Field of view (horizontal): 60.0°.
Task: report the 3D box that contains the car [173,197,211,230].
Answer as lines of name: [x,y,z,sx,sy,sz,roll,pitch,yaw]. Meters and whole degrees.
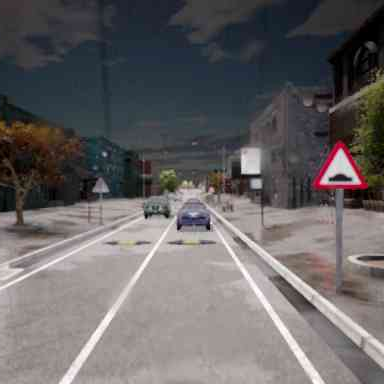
car: [0.097,1.440,22.027,2.097,1.767,4.553,0,0,0]

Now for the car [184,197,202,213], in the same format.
car: [0.100,1.500,39.729,2.097,1.767,4.553,0,0,0]

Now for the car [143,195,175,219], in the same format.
car: [-3.097,1.345,30.856,2.150,2.045,5.566,0,0,0]

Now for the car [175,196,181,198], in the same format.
car: [-3.000,1.645,72.906,1.812,1.442,4.674,0,0,0]
